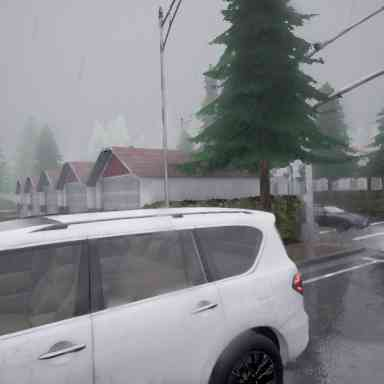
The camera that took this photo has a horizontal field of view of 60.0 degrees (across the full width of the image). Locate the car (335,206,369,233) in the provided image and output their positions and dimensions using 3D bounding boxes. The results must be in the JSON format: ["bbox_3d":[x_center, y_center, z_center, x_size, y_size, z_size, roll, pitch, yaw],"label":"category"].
[{"bbox_3d":[7.688,1.434,19.252,1.812,1.442,4.674,-2,0,-35],"label":"car"}]

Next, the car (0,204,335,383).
[{"bbox_3d":[-1.321,1.238,3.045,5.566,2.045,2.150,-1,0,-34],"label":"car"}]
